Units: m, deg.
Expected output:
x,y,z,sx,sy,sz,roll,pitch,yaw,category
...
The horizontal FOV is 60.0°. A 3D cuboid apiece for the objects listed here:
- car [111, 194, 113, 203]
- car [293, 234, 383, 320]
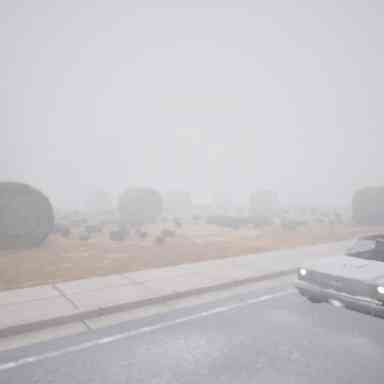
x,y,z,sx,sy,sz,roll,pitch,yaw,category
-17.537,1.306,68.408,1.905,1.878,3.866,6,2,8,car
4.304,1.632,7.070,4.718,1.301,1.895,0,0,-36,car
